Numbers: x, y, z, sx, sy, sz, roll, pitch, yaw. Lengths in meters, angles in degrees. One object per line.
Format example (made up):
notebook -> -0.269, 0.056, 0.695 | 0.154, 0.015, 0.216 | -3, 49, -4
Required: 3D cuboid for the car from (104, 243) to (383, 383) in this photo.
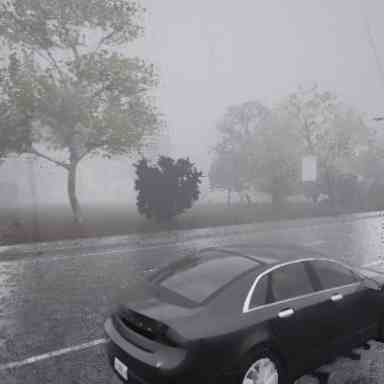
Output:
car -> 1.234, 1.512, 4.781 | 4.892, 1.490, 1.837 | 0, 0, -37
